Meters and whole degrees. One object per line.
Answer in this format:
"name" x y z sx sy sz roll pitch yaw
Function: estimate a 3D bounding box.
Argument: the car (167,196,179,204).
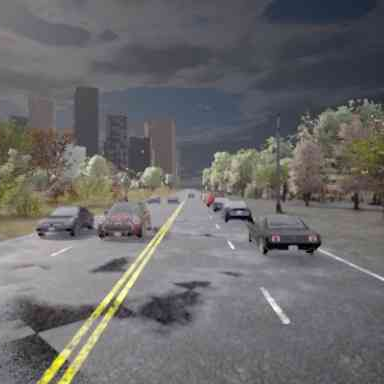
"car" -3.382 1.327 59.469 1.994 1.385 4.181 0 0 0

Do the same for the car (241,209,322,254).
"car" 3.349 1.562 13.182 1.895 1.301 4.718 0 0 0

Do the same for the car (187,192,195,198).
"car" -0.197 0.959 90.691 2.128 1.511 4.902 0 0 0

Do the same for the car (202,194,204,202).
"car" 3.165 1.361 58.148 1.895 1.301 4.718 0 0 0

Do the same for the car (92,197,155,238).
"car" -3.352 1.303 17.228 2.097 1.767 4.553 0 0 0

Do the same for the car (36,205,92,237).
"car" -6.601 1.475 17.939 1.812 1.442 4.674 0 0 0

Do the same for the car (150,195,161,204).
"car" -6.639 1.294 58.635 1.812 1.442 4.674 0 0 0

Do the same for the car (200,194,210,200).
"car" 3.089 1.139 80.154 2.163 1.488 4.792 0 0 0

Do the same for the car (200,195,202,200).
"car" 3.125 1.180 69.121 1.882 1.535 5.008 0 0 0

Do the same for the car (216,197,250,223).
"car" 3.250 1.422 25.122 2.163 1.488 4.792 0 0 0

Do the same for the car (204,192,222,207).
"car" 3.201 1.044 47.142 2.150 2.045 5.566 0 0 0

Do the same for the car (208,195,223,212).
"car" 3.238 1.380 36.141 2.163 1.488 4.792 0 0 0
